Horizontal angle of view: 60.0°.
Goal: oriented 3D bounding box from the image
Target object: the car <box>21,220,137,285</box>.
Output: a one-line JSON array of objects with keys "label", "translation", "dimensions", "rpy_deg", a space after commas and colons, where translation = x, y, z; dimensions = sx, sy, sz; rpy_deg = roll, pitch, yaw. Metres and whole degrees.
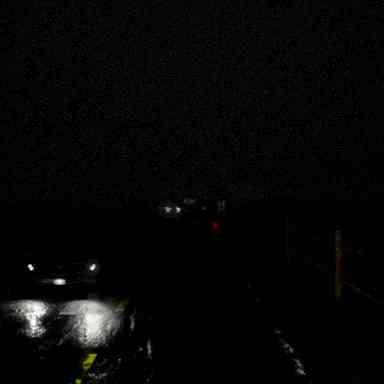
[{"label": "car", "translation": [-2.848, 1.552, 9.811], "dimensions": [2.033, 1.411, 5.357], "rpy_deg": [0, 0, 0]}]

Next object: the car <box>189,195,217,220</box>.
[{"label": "car", "translation": [0.974, 1.369, 28.549], "dimensions": [2.097, 1.767, 4.553], "rpy_deg": [0, 0, 0]}]

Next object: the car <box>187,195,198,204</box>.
[{"label": "car", "translation": [0.029, 1.425, 65.624], "dimensions": [2.097, 1.767, 4.553], "rpy_deg": [0, 0, 0]}]

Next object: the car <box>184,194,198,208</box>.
[{"label": "car", "translation": [0.024, 1.261, 47.574], "dimensions": [2.150, 2.045, 5.566], "rpy_deg": [0, 0, 0]}]

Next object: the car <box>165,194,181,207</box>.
[{"label": "car", "translation": [-2.805, 1.265, 51.128], "dimensions": [2.150, 2.045, 5.566], "rpy_deg": [0, 0, 0]}]
